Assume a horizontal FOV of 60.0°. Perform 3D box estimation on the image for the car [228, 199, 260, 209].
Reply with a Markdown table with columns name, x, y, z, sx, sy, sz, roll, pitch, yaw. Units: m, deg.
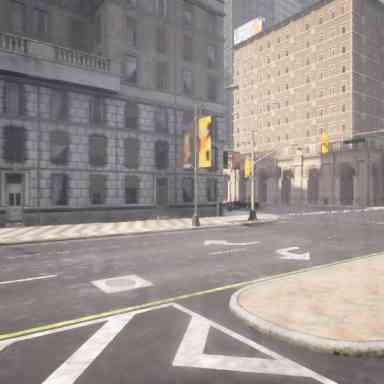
| name | x | y | z | sx | sy | sz | roll | pitch | yaw |
| --- | --- | --- | --- | --- | --- | --- | --- | --- | --- |
| car | 7.289 | 1.601 | 46.480 | 1.895 | 1.301 | 4.718 | 0 | 0 | -36 |
